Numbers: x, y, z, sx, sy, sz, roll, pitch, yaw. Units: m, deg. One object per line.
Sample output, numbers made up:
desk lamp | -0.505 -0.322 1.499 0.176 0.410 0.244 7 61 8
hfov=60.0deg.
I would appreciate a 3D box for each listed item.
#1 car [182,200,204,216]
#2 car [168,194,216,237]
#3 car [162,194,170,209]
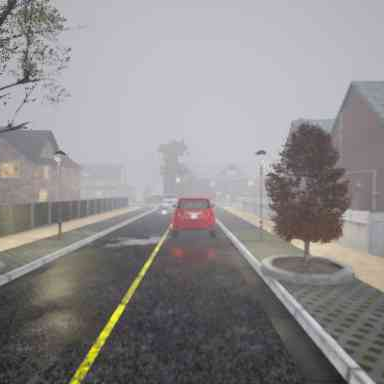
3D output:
car | 0.079 1.574 33.730 2.033 1.411 5.357 0 0 0
car | 0.098 1.227 18.191 2.150 2.045 5.566 0 0 0
car | -2.760 1.300 45.553 2.150 2.045 5.566 0 0 0
